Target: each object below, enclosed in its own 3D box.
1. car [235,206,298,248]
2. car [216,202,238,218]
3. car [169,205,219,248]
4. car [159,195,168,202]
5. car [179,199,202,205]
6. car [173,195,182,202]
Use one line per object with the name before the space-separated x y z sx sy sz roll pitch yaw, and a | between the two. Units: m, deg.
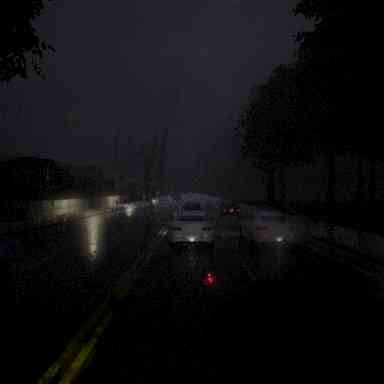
car | 3.250 1.531 14.650 1.812 1.442 4.674 0 0 0
car | 3.250 1.567 29.650 2.033 1.411 5.357 0 0 0
car | 0.000 1.531 14.650 1.812 1.442 4.674 0 0 0
car | -6.500 1.499 75.929 1.812 1.442 4.674 0 0 0
car | 0.000 1.576 29.650 1.994 1.385 4.181 0 0 0
car | -3.250 1.475 75.929 1.837 1.490 4.892 0 0 0
